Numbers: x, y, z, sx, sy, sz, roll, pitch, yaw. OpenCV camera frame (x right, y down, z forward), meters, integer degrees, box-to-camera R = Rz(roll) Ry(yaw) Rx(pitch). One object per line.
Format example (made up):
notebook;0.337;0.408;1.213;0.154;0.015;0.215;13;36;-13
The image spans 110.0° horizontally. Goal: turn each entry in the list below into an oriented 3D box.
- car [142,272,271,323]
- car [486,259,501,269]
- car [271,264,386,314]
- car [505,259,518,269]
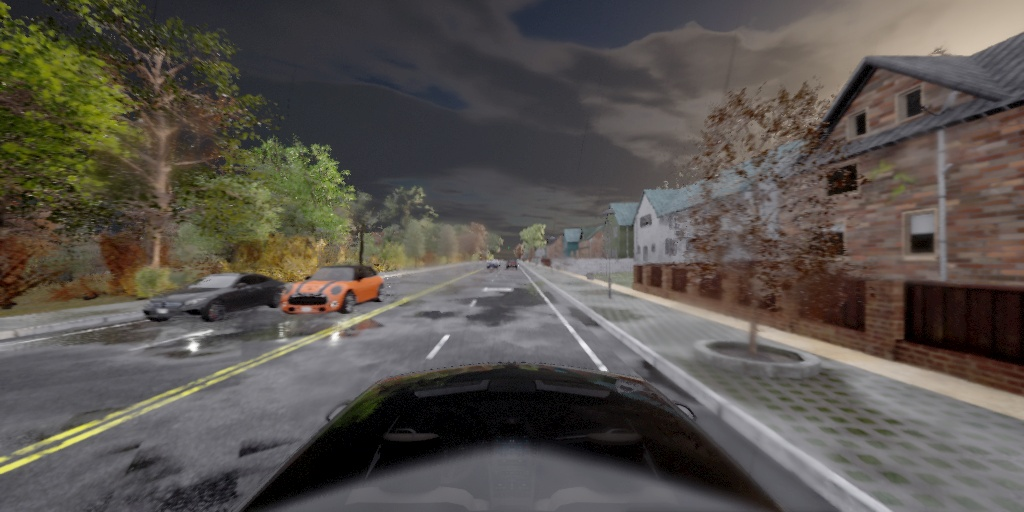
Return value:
car;-9.828;1.296;12.433;1.812;1.442;4.674;0;0;1
car;-3.263;1.498;60.056;1.895;1.301;4.718;0;0;0
car;-6.571;1.124;13.732;2.097;1.767;4.553;0;0;0
car;-0.014;1.400;59.639;1.837;1.490;4.892;0;0;0
